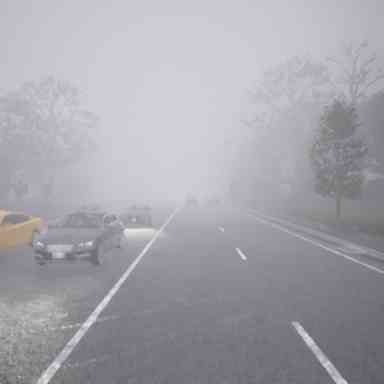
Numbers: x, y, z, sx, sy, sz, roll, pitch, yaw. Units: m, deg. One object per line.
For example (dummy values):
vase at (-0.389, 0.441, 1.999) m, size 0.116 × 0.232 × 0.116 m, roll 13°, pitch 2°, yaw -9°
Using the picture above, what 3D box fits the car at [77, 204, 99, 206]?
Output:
car at (-7.021, 1.494, 22.217) m, size 1.994 × 1.385 × 4.181 m, roll 0°, pitch 0°, yaw 0°

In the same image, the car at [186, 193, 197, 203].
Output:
car at (-0.058, 1.064, 62.715) m, size 2.097 × 1.767 × 4.553 m, roll 0°, pitch 0°, yaw 0°

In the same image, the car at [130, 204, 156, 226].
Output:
car at (-3.521, 1.494, 22.221) m, size 1.994 × 1.385 × 4.181 m, roll 0°, pitch 0°, yaw 0°

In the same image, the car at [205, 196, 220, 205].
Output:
car at (3.451, 1.288, 52.737) m, size 1.812 × 1.442 × 4.674 m, roll 0°, pitch 0°, yaw 0°

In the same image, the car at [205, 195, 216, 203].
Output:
car at (3.442, 1.312, 62.775) m, size 1.895 × 1.301 × 4.718 m, roll 0°, pitch 0°, yaw 0°

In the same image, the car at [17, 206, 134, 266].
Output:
car at (-3.599, 1.442, 11.428) m, size 2.128 × 1.511 × 4.902 m, roll 0°, pitch 0°, yaw 0°

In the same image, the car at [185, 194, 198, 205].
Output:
car at (-0.048, 1.243, 52.322) m, size 1.882 × 1.535 × 5.008 m, roll 0°, pitch 0°, yaw 0°

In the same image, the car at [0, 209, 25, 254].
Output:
car at (-7.098, 1.426, 11.758) m, size 1.882 × 1.535 × 5.008 m, roll 0°, pitch 0°, yaw 0°
